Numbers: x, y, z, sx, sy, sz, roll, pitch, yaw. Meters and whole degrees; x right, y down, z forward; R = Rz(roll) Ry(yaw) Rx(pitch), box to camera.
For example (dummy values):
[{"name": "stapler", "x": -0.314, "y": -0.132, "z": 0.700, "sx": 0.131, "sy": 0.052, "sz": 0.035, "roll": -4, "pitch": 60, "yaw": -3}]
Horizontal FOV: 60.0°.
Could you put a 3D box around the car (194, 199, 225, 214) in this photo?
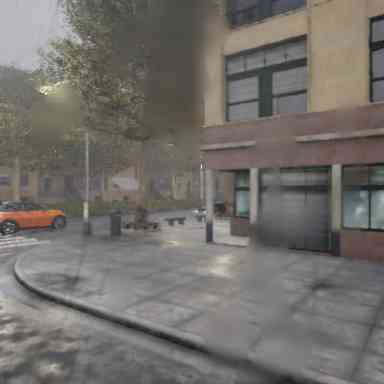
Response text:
[{"name": "car", "x": 2.487, "y": 1.547, "z": 35.952, "sx": 1.994, "sy": 1.385, "sz": 4.181, "roll": 0, "pitch": 0, "yaw": 36}]

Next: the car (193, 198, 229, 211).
[{"name": "car", "x": 2.456, "y": 1.528, "z": 42.058, "sx": 2.033, "sy": 1.411, "sz": 5.357, "roll": 0, "pitch": 0, "yaw": 36}]

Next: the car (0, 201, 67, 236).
[{"name": "car", "x": -9.347, "y": 1.336, "z": 18.761, "sx": 2.097, "sy": 1.767, "sz": 4.553, "roll": 0, "pitch": 0, "yaw": 29}]
